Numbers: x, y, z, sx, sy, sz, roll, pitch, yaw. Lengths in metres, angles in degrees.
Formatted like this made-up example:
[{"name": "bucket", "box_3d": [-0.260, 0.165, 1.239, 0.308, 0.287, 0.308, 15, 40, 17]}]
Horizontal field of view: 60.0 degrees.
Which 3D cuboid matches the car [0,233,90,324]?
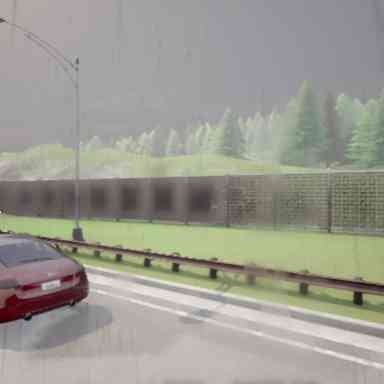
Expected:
[{"name": "car", "box_3d": [-4.050, 1.566, 6.878, 4.181, 1.385, 1.994, 0, 0, 36]}]
